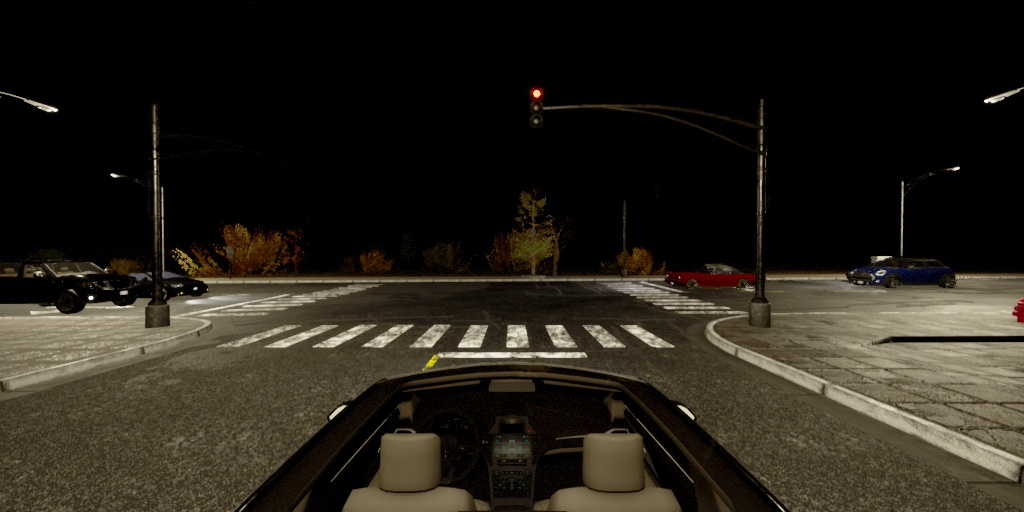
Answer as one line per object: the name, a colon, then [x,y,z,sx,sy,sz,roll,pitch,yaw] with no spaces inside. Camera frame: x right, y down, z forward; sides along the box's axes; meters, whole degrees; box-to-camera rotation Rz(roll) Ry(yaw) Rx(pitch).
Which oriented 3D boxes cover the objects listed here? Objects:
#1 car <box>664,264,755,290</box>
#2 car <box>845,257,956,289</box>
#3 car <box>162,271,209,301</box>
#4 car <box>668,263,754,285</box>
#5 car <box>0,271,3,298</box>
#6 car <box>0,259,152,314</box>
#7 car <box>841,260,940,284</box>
car: [11.436,1.244,20.717,4.718,1.301,1.895,0,1,-2]
car: [22.427,0.925,20.743,4.553,1.767,2.097,0,1,1]
car: [-17.522,1.436,17.601,4.181,1.385,1.994,0,1,0]
car: [13.254,1.190,24.066,4.718,1.301,1.895,0,1,1]
car: [-29.234,1.497,17.692,5.357,1.411,2.033,0,1,0]
car: [-18.277,1.140,14.352,5.566,2.045,2.150,0,1,0]
car: [25.162,1.042,23.971,4.674,1.442,1.812,0,1,0]
